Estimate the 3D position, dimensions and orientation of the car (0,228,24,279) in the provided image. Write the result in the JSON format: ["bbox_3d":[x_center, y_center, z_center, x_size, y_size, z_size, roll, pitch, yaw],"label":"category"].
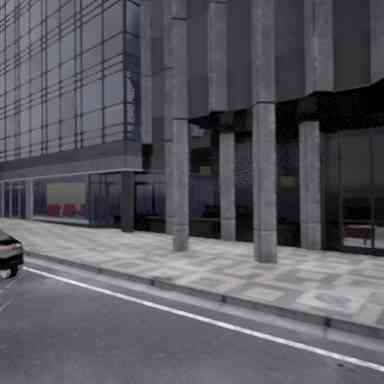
[{"bbox_3d":[-6.334,1.483,8.863,4.902,1.511,2.128,0,0,38],"label":"car"}]
